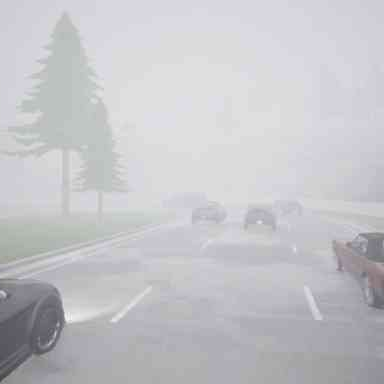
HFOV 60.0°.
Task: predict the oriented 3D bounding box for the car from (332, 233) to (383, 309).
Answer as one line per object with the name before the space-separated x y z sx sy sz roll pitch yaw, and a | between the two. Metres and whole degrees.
car | 4.568 1.578 7.572 1.895 1.301 4.718 0 0 12

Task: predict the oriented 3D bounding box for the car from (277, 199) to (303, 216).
car | 8.465 1.395 30.860 1.837 1.490 4.892 1 0 -10

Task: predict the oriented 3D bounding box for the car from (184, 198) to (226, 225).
car | 1.244 1.400 23.334 2.128 1.511 4.902 0 0 13

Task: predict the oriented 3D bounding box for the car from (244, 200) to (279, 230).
car | 4.296 1.428 20.779 1.837 1.490 4.892 0 0 14

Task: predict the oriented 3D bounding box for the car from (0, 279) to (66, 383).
car | -3.060 1.545 3.470 1.994 1.385 4.181 0 0 5

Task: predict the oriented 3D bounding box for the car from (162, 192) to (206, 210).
car | -0.862 1.064 38.755 5.566 2.045 2.150 0 -1 33
